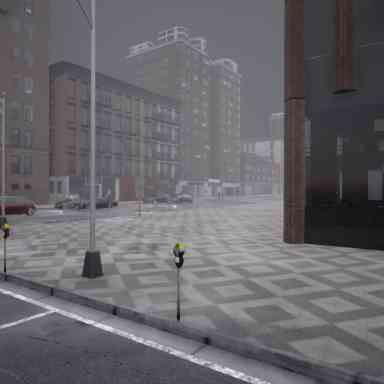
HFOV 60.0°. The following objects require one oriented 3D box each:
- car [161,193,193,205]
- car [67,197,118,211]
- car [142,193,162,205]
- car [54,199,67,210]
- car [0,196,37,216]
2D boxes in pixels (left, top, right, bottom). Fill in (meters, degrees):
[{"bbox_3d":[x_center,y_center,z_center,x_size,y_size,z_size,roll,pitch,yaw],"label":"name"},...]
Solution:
[{"bbox_3d":[-1.655,0.974,46.018,1.812,1.442,4.674,0,1,36],"label":"car"},{"bbox_3d":[-10.019,1.246,34.403,1.895,1.301,4.718,0,1,36],"label":"car"},{"bbox_3d":[-4.918,0.950,47.049,1.837,1.490,4.892,0,1,36],"label":"car"},{"bbox_3d":[-12.742,1.194,36.215,1.994,1.385,4.181,0,1,34],"label":"car"},{"bbox_3d":[-15.265,1.124,27.106,2.097,1.767,4.553,0,1,36],"label":"car"}]
